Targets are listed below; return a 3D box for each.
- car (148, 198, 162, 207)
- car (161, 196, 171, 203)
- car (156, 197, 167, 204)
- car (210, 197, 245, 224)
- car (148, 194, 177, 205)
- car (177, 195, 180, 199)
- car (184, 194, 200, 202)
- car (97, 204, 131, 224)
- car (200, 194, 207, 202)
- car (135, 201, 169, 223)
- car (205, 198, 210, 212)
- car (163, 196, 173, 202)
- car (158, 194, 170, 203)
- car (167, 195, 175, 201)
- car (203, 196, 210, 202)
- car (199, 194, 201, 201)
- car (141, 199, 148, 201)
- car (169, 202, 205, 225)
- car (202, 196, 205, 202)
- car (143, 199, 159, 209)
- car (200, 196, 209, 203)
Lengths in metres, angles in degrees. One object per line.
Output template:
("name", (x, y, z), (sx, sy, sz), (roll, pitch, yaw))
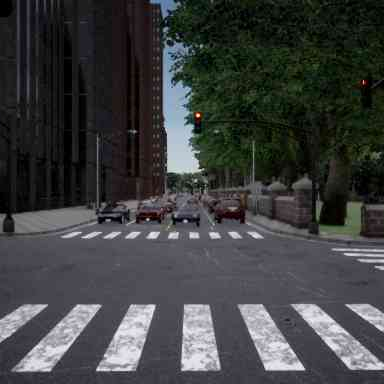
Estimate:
("car", (-5.749, 1.619, 52.314), (1.802, 1.307, 4.206), (0, 0, 0))
("car", (-5.743, 1.607, 74.142), (1.887, 1.381, 4.507), (0, 0, 0))
("car", (-5.746, 1.631, 63.228), (1.802, 1.307, 4.206), (0, 0, 0))
("car", (2.769, 1.324, 25.036), (2.192, 1.841, 5.009), (0, 0, 0))
("car", (-3.089, 1.372, 35.468), (2.097, 1.767, 4.553), (0, 0, 1))
("car", (-3.078, 1.535, 45.701), (1.837, 1.490, 4.892), (0, 0, 0))
("car", (0.114, 1.537, 59.500), (2.128, 1.511, 4.902), (0, 0, 0))
("car", (-5.756, 1.575, 25.029), (1.947, 1.339, 4.313), (0, 0, 0))
("car", (2.776, 1.478, 52.319), (1.967, 1.590, 4.097), (0, 0, 0))
("car", (-3.093, 1.610, 25.475), (1.895, 1.301, 4.718), (0, 0, 0))
("car", (2.772, 1.586, 35.949), (1.947, 1.339, 4.313), (0, 0, 0))
("car", (-5.742, 1.615, 79.600), (1.887, 1.381, 4.507), (0, 0, 0))
("car", (-5.745, 1.370, 68.686), (2.192, 1.841, 5.009), (0, 0, 0))
("car", (-5.739, 1.528, 90.514), (1.967, 1.590, 4.097), (0, 0, 0))
("car", (2.773, 1.577, 41.405), (2.008, 1.369, 4.403), (0, 0, 0))
("car", (2.778, 1.483, 57.775), (1.967, 1.590, 4.097), (0, 0, 0))
("car", (-5.752, 1.577, 41.400), (2.008, 1.369, 4.403), (0, 0, 0))
("car", (-0.273, 1.609, 23.965), (1.895, 1.301, 4.718), (0, 0, 3))
("car", (2.775, 1.582, 46.862), (2.008, 1.369, 4.403), (0, 0, 0))
("car", (-5.751, 1.614, 46.857), (1.802, 1.307, 4.206), (0, 0, 0))
("car", (2.782, 1.588, 74.314), (1.752, 1.417, 4.829), (0, 0, 0))
